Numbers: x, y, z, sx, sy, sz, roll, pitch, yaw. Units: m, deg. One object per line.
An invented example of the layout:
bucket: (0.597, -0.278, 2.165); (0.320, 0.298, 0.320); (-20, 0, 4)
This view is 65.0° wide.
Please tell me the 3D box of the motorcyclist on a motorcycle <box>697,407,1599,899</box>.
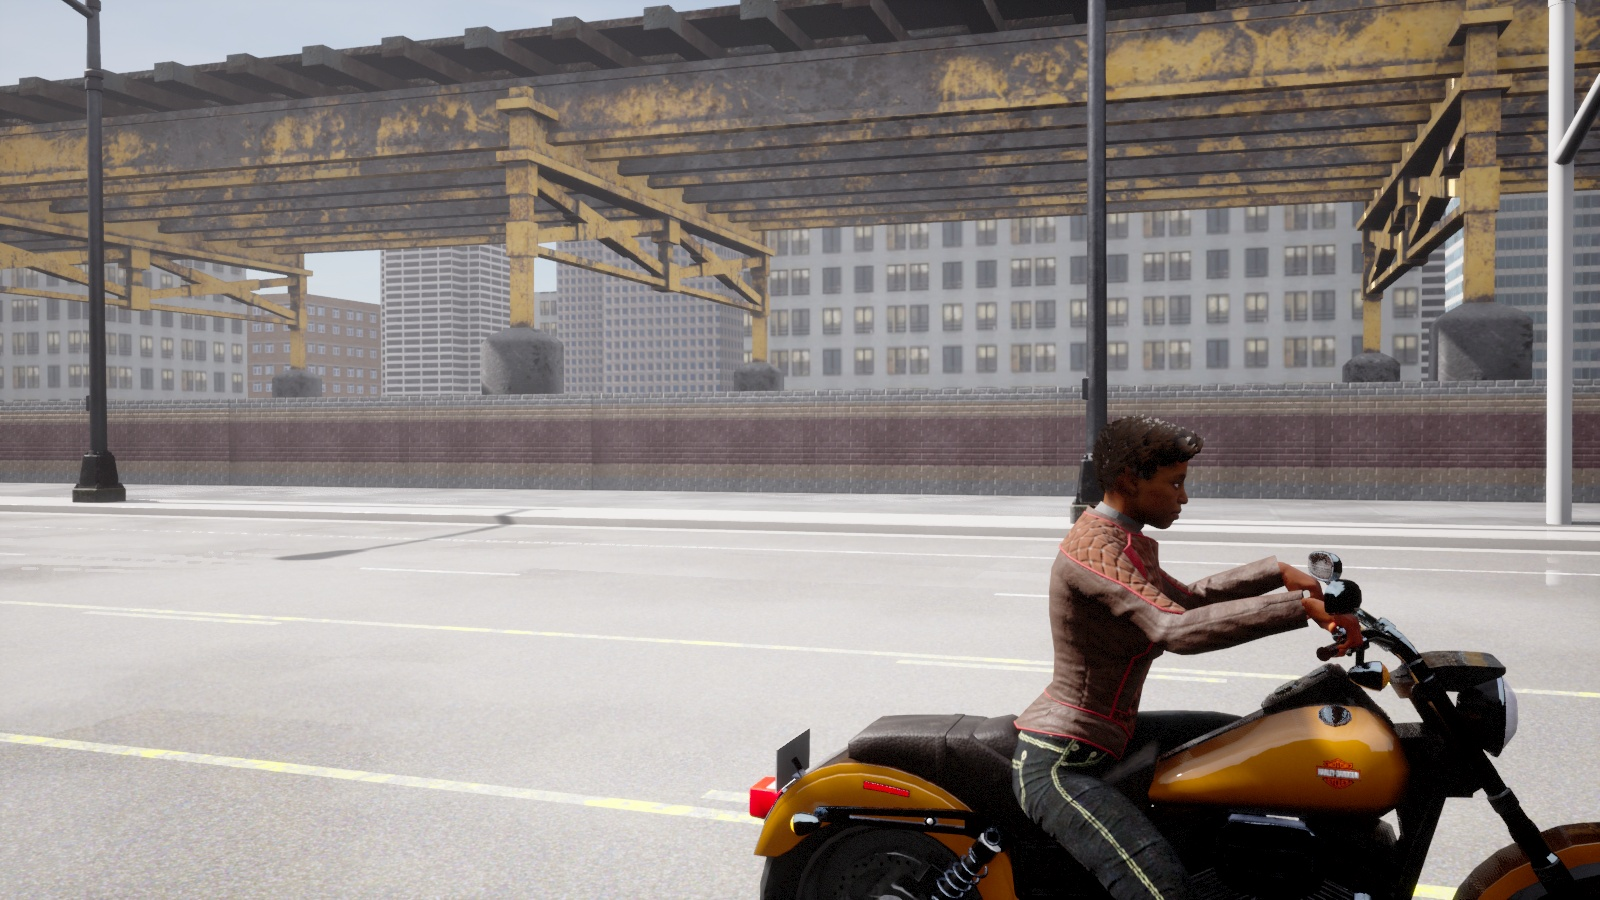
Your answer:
motorcyclist on a motorcycle: (0.997, 0.734, 2.890); (2.350, 1.649, 0.766); (1, 1, 20)
